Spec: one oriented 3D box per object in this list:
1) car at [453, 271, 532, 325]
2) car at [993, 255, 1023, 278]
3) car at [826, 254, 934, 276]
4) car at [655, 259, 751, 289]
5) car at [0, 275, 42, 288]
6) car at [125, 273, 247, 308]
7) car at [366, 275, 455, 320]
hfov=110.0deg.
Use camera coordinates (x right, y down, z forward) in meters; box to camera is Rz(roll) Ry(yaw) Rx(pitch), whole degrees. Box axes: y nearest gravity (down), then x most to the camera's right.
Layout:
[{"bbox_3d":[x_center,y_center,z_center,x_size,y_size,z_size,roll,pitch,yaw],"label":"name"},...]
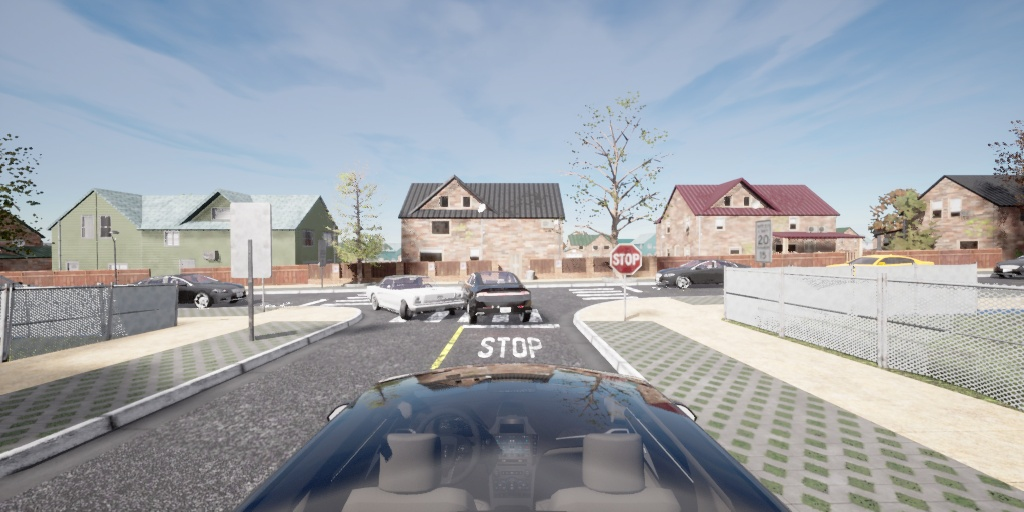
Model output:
[{"bbox_3d":[-0.683,1.242,12.020,2.128,1.511,4.902,0,0,-12],"label":"car"},{"bbox_3d":[29.390,0.478,19.494,4.902,1.511,2.128,-1,1,0],"label":"car"},{"bbox_3d":[19.765,0.690,19.460,5.008,1.535,1.882,-1,1,-1],"label":"car"},{"bbox_3d":[10.335,0.926,19.426,4.902,1.511,2.128,-1,1,0],"label":"car"},{"bbox_3d":[-24.236,1.648,16.340,4.553,1.767,2.097,-1,1,0],"label":"car"},{"bbox_3d":[-14.899,1.566,16.378,4.902,1.511,2.128,-1,1,0],"label":"car"},{"bbox_3d":[-3.600,1.368,12.880,1.895,1.301,4.718,0,0,-38],"label":"car"}]
